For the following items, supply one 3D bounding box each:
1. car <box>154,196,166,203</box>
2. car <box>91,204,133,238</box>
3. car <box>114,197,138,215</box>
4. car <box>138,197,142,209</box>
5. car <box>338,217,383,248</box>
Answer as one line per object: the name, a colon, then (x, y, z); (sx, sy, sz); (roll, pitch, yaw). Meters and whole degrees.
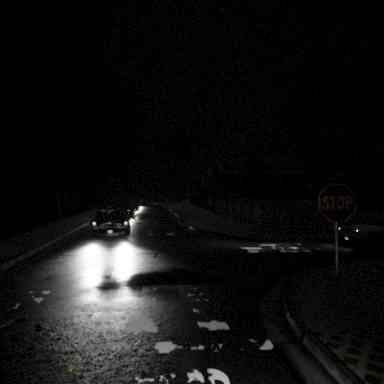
car: (-6.290, 1.454, 66.785); (1.812, 1.442, 4.674); (0, 0, 3)
car: (-4.359, 1.548, 17.796); (1.895, 1.301, 4.718); (0, 0, -13)
car: (-6.012, 1.404, 29.044); (1.837, 1.490, 4.892); (0, 0, -7)
car: (-7.395, 1.350, 40.170); (1.882, 1.535, 5.008); (0, 0, -7)
car: (9.079, 1.781, 15.002); (4.718, 1.301, 1.895); (1, -3, -5)
